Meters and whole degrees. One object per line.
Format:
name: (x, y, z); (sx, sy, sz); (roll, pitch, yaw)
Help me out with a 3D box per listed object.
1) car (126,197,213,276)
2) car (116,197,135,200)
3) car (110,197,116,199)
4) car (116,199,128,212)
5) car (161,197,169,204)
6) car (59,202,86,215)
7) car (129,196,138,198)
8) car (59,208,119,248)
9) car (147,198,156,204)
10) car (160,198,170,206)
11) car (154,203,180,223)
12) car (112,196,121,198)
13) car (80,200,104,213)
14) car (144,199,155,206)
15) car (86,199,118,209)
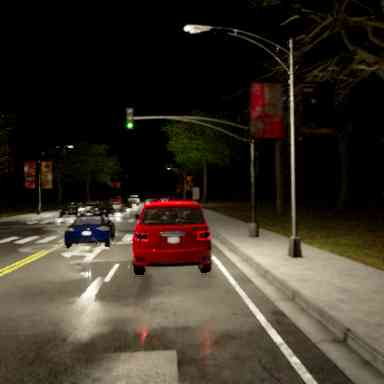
car: (-0.703, 1.294, 10.873); (2.150, 2.045, 5.566); (-1, 0, -5)
car: (-10.908, 1.977, 54.637); (1.837, 1.490, 4.892); (-1, 0, -4)
car: (-14.197, 2.067, 55.173); (2.033, 1.411, 5.357); (-1, 0, -4)
car: (-10.123, 1.996, 44.340); (1.895, 1.301, 4.718); (-1, 0, -4)
car: (-6.357, 2.056, 79.368); (1.882, 1.535, 5.008); (-1, 0, -5)
car: (-12.684, 1.878, 35.631); (1.837, 1.490, 4.892); (-1, 0, -5)
car: (-11.910, 1.760, 67.412); (2.150, 2.045, 5.566); (-1, 0, -5)
car: (-4.762, 1.717, 15.923); (1.994, 1.385, 4.181); (-1, 0, -10)
car: (-9.592, 2.168, 79.066); (1.994, 1.385, 4.181); (-1, 0, -5)
car: (-5.529, 2.058, 69.180); (1.994, 1.385, 4.181); (-1, 0, -5)
car: (-2.181, 1.747, 29.170); (2.033, 1.411, 5.357); (-1, 0, -5)
car: (-15.014, 1.825, 65.489); (2.150, 2.045, 5.566); (-1, 0, -5)
car: (-13.436, 1.933, 45.024); (2.128, 1.511, 4.902); (-1, 0, -5)
car: (-8.702, 2.136, 68.115); (1.895, 1.301, 4.718); (-1, 0, -5)
car: (-9.380, 1.833, 35.114); (1.837, 1.490, 4.892); (-1, 0, -4)
